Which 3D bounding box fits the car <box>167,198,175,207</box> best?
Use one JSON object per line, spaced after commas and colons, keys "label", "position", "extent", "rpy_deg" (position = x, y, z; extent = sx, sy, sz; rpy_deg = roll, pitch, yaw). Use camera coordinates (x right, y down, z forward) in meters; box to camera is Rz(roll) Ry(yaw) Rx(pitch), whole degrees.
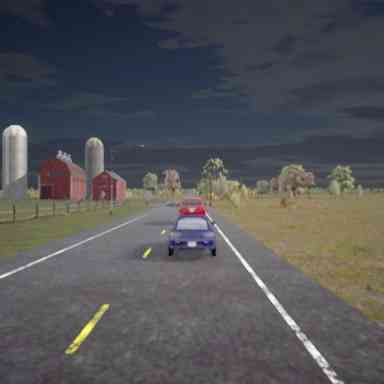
{"label": "car", "position": [-3.526, 1.932, 61.614], "extent": [2.097, 1.767, 4.553], "rpy_deg": [0, 0, 0]}

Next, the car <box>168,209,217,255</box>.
{"label": "car", "position": [0.022, 1.665, 13.892], "extent": [1.812, 1.442, 4.674], "rpy_deg": [0, 0, 0]}

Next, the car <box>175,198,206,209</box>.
{"label": "car", "position": [0.006, 1.496, 27.575], "extent": [2.150, 2.045, 5.566], "rpy_deg": [0, 0, 0]}
